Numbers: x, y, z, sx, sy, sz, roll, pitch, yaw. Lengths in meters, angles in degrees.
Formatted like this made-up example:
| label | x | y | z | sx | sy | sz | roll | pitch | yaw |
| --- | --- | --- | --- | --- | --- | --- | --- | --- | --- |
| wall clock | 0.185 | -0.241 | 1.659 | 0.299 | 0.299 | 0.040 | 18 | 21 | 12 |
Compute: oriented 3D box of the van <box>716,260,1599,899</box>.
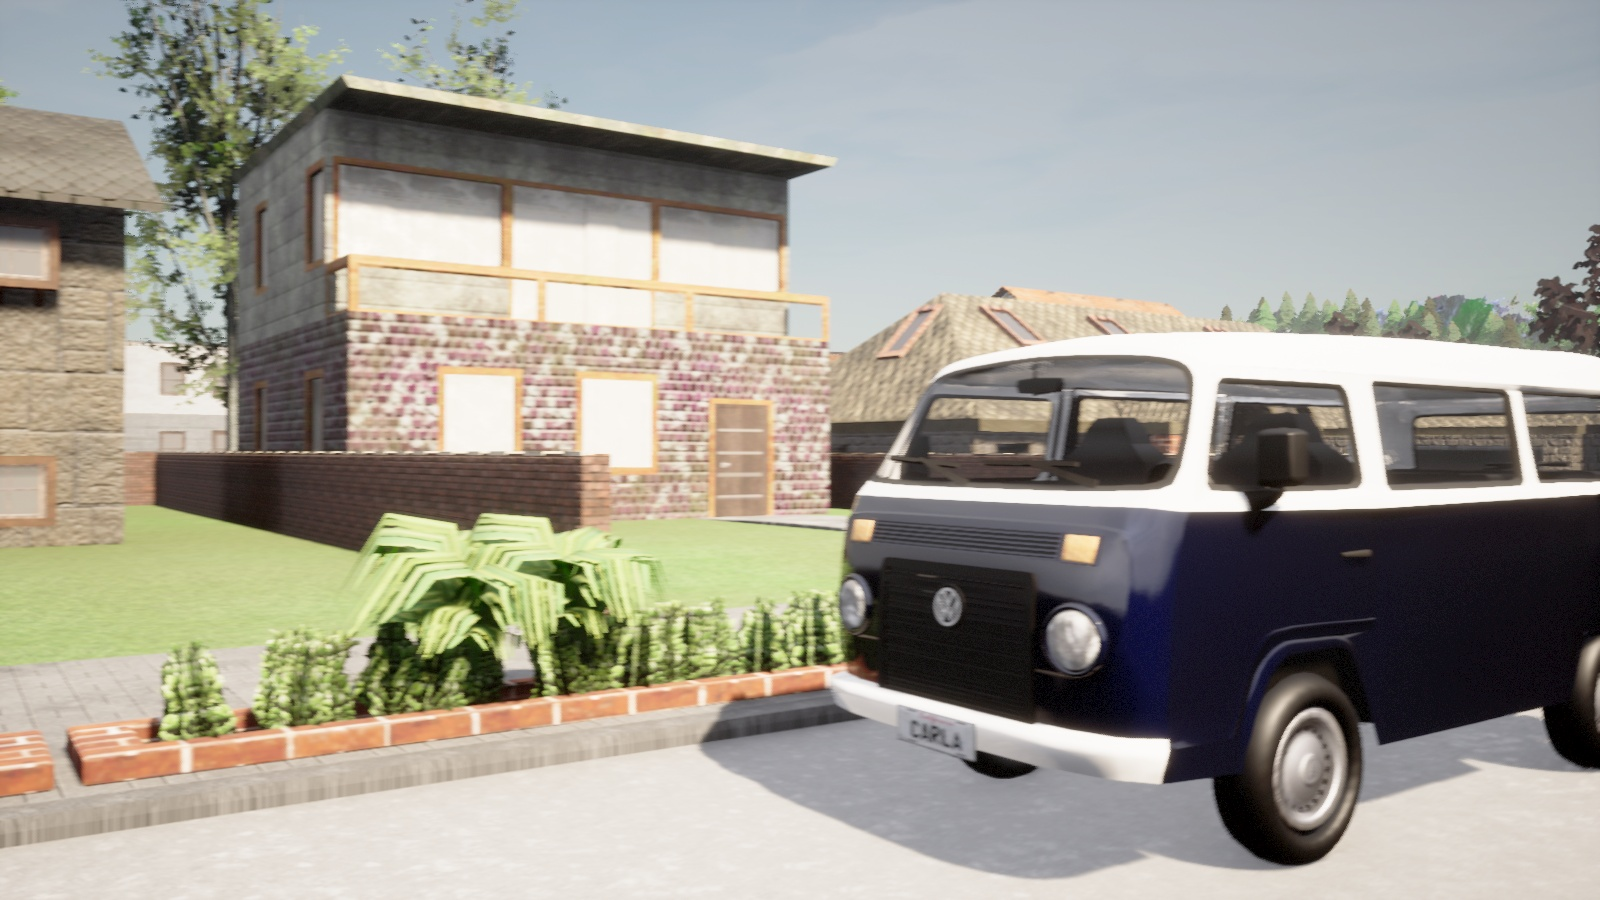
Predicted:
| label | x | y | z | sx | sy | sz | roll | pitch | yaw |
| --- | --- | --- | --- | --- | --- | --- | --- | --- | --- |
| van | 2.078 | 0.479 | 5.715 | 4.480 | 2.038 | 2.069 | 0 | 0 | -35 |
